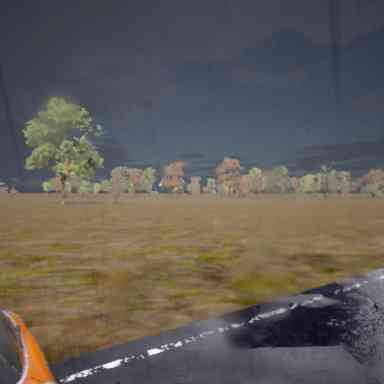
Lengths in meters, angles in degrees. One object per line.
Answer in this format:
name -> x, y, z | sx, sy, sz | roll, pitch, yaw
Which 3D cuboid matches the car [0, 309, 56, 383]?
car -> -2.916, 1.349, 1.354 | 4.553, 1.767, 2.097 | 0, 0, -36
